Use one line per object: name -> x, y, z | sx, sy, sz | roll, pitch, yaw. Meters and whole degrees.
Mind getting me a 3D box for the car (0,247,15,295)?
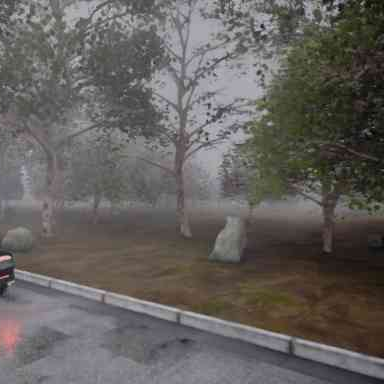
car -> -6.002, 1.595, 7.687 | 4.902, 1.511, 2.128 | -1, 0, 36
